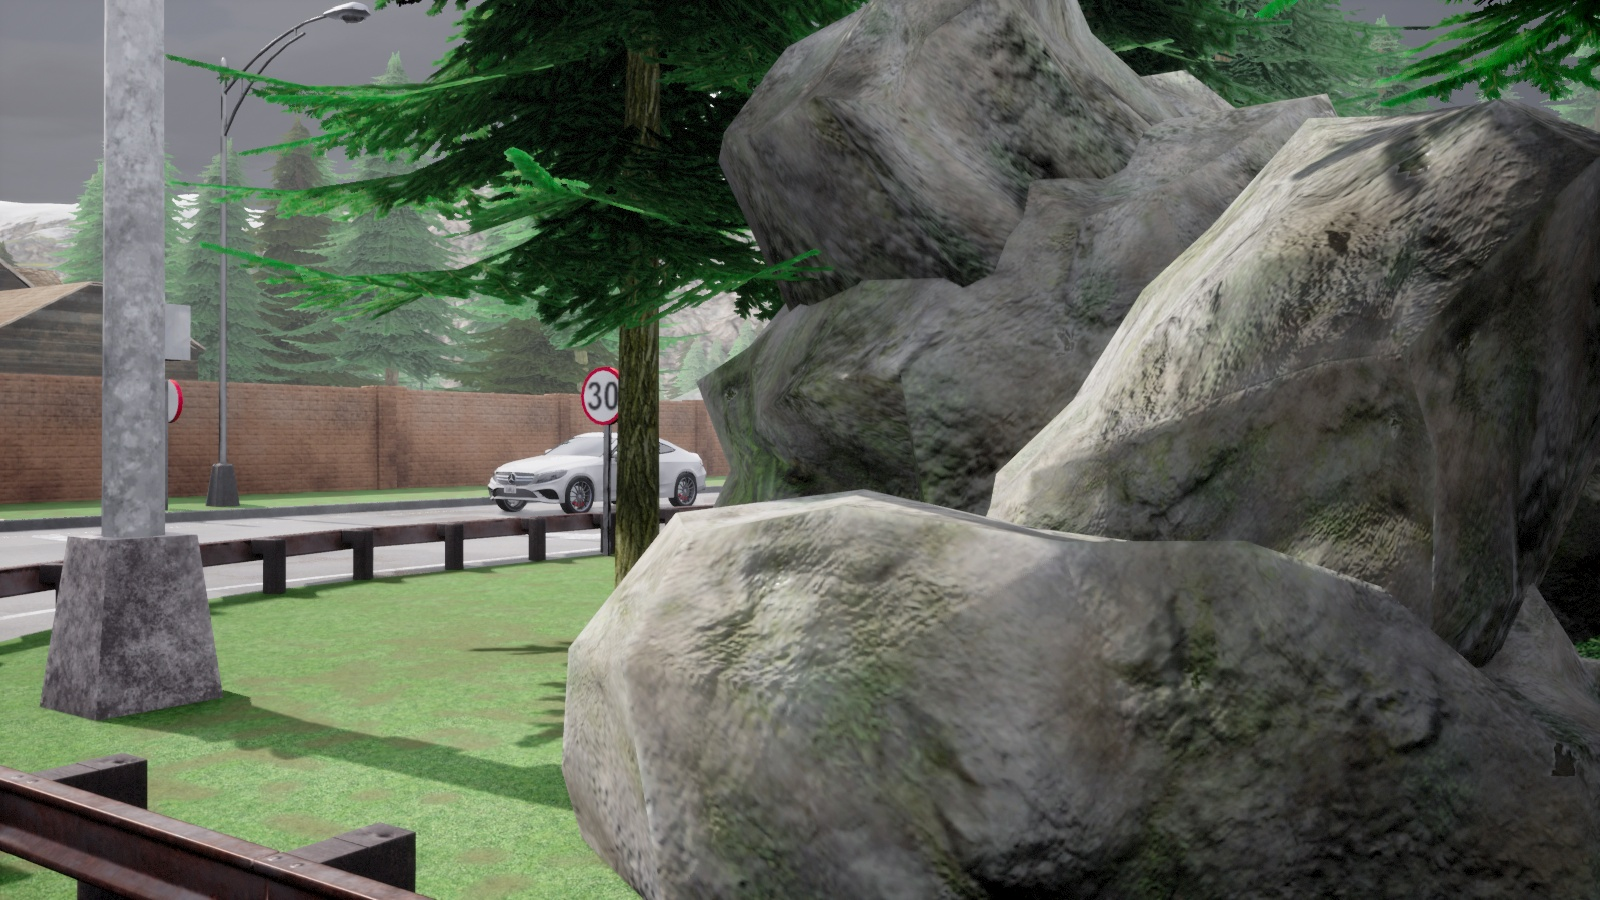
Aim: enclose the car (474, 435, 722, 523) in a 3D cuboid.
[{"bbox_3d":[-3.608,0.457,23.271,1.812,1.442,4.674,0,1,34],"label":"car"}]
